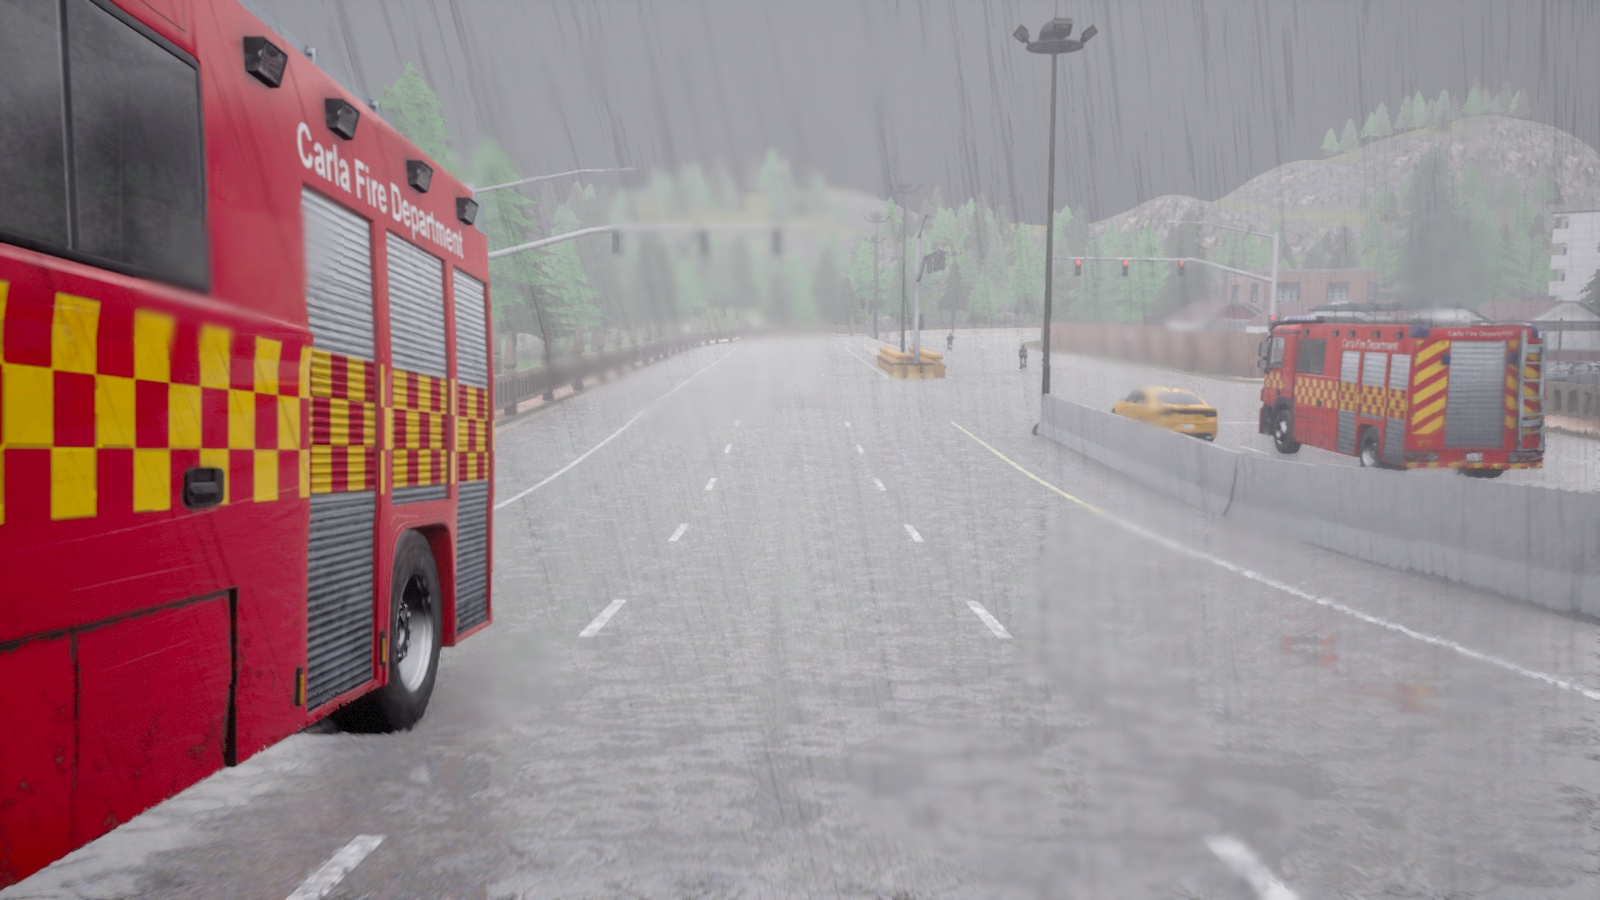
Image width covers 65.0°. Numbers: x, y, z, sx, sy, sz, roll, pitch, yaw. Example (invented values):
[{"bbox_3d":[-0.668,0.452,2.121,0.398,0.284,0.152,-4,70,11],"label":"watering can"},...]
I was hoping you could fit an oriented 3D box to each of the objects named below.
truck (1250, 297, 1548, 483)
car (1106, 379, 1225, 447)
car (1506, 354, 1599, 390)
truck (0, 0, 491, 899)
[{"bbox_3d":[13.866,-1.669,30.166,2.891,3.827,8.468,0,6,0],"label":"truck"},{"bbox_3d":[10.322,-1.122,35.862,1.882,1.535,5.008,0,6,0],"label":"car"},{"bbox_3d":[34.974,-3.534,56.676,4.902,1.511,2.128,0,6,1],"label":"car"},{"bbox_3d":[-3.514,-0.286,4.183,2.891,3.827,8.468,0,0,0],"label":"truck"}]
